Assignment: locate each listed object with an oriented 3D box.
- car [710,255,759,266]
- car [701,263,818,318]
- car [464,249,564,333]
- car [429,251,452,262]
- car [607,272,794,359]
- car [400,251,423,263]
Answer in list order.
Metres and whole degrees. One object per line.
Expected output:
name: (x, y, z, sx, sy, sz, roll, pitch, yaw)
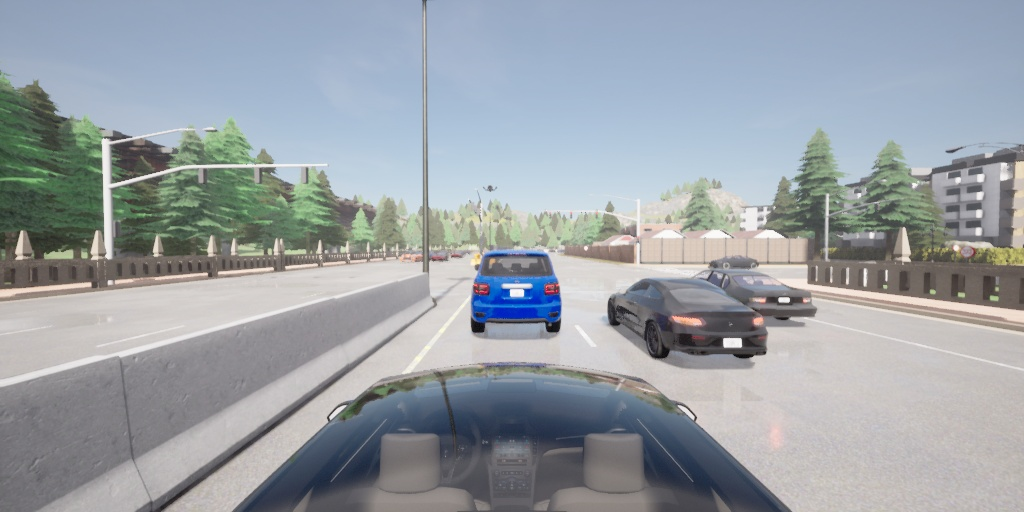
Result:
car: (22.004, 0.609, 35.589, 4.181, 1.385, 1.994, 0, 1, 2)
car: (7.087, 1.130, 11.779, 2.033, 1.411, 5.357, 0, 1, 1)
car: (0.065, 0.830, 10.371, 2.150, 2.045, 5.566, 0, 1, -1)
car: (-10.713, 0.244, 53.238, 1.895, 1.301, 4.718, 0, 1, 0)
car: (3.549, 1.185, 8.077, 1.812, 1.442, 4.674, 0, 1, 0)
car: (-14.221, 0.054, 50.733, 2.097, 1.767, 4.553, 0, 1, 0)
